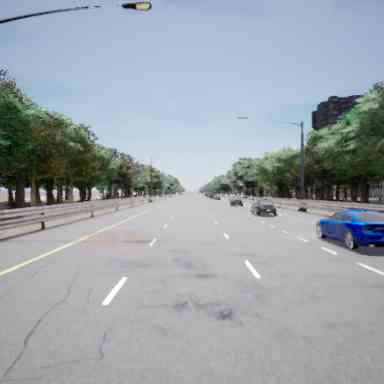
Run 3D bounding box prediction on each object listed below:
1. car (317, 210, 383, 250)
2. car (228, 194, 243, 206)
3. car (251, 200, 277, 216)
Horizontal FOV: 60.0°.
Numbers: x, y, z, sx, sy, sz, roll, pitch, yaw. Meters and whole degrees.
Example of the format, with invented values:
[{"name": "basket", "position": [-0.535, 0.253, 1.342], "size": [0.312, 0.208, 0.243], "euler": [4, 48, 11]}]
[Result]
[{"name": "car", "position": [7.002, 1.497, 14.259], "size": [1.882, 1.535, 5.008], "euler": [0, 0, 0]}, {"name": "car", "position": [7.012, 1.544, 53.537], "size": [1.812, 1.442, 4.674], "euler": [0, 0, 0]}, {"name": "car", "position": [7.005, 1.539, 32.664], "size": [1.812, 1.442, 4.674], "euler": [0, 0, 0]}]
